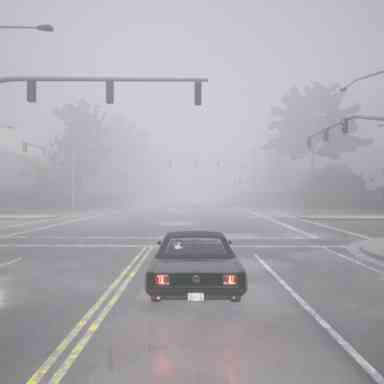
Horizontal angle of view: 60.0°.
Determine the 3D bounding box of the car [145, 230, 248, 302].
[{"bbox_3d":[0.065,1.600,8.208,1.895,1.301,4.718,0,0,0],"label":"car"}]
